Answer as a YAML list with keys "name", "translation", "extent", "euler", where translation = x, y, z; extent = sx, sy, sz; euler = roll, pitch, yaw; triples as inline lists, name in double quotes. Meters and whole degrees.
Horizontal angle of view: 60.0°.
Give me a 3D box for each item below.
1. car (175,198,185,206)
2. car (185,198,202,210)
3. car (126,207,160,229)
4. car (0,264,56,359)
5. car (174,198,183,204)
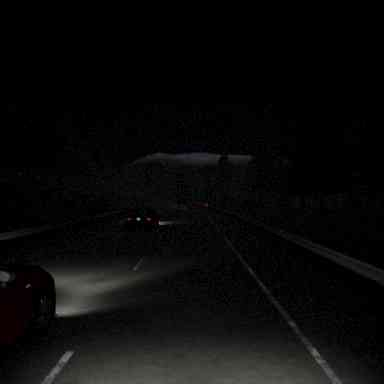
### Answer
- name: "car"
  translation: [-2.059, 1.995, 71.122]
  extent: [2.097, 1.767, 4.553]
  euler: [0, -1, -6]
- name: "car"
  translation: [0.464, 1.919, 53.342]
  extent: [2.097, 1.767, 4.553]
  euler: [0, -1, -3]
- name: "car"
  translation: [-3.401, 1.800, 23.622]
  extent: [2.033, 1.411, 5.357]
  euler: [0, -1, 0]
- name: "car"
  translation: [-3.399, 1.395, 3.931]
  extent: [2.097, 1.767, 4.553]
  euler: [0, -1, 0]
- name: "car"
  translation: [-3.485, 2.270, 86.053]
  extent: [2.033, 1.411, 5.357]
  euler: [0, -1, -6]
